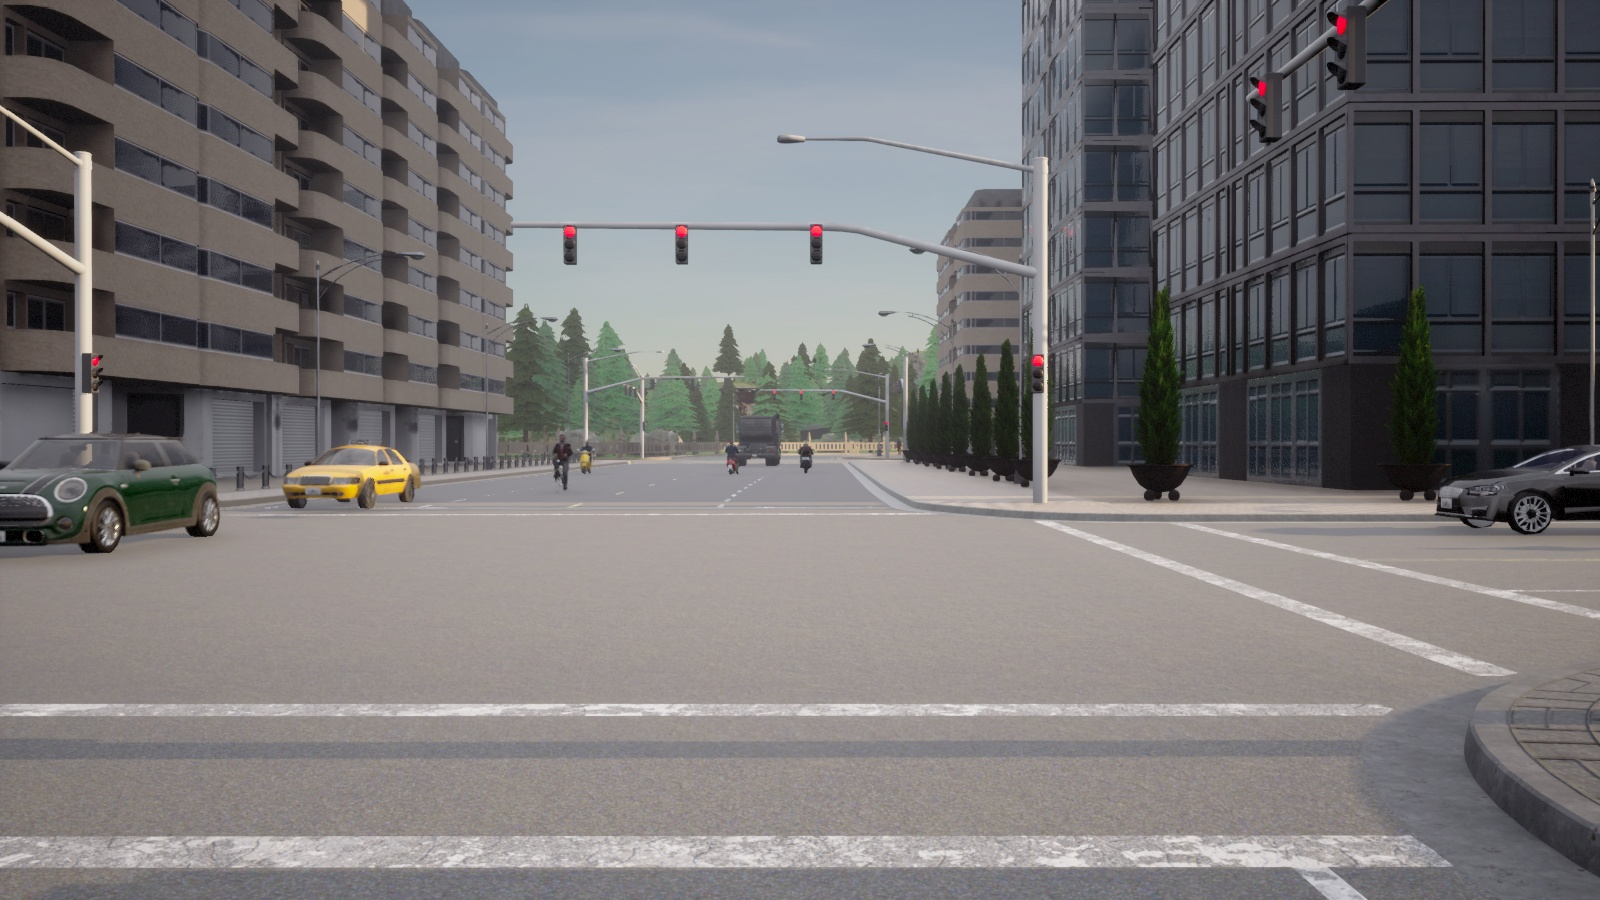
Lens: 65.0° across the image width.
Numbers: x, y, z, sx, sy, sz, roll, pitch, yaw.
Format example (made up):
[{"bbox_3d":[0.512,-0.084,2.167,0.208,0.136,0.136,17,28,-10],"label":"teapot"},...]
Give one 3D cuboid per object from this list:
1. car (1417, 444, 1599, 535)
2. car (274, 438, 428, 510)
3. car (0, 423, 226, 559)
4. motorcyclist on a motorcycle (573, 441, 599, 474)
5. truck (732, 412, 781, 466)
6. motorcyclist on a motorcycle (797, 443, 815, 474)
[{"bbox_3d":[13.678,0.646,21.788,4.902,1.511,2.128,0,0,1],"label":"car"},{"bbox_3d":[-10.617,0.508,30.144,1.801,1.575,5.366,0,0,0],"label":"car"},{"bbox_3d":[-10.532,0.520,18.511,2.097,1.767,4.553,0,0,0],"label":"car"},{"bbox_3d":[-10.243,0.352,60.171,0.866,1.590,1.817,0,0,1],"label":"motorcyclist on a motorcycle"},{"bbox_3d":[-2.822,-0.710,83.605,2.891,3.462,7.936,0,0,1],"label":"truck"},{"bbox_3d":[0.308,0.427,62.935,0.866,1.530,2.191,0,0,1],"label":"motorcyclist on a motorcycle"}]
